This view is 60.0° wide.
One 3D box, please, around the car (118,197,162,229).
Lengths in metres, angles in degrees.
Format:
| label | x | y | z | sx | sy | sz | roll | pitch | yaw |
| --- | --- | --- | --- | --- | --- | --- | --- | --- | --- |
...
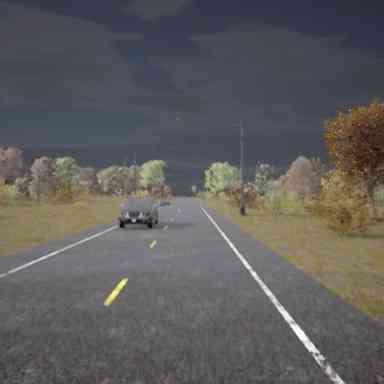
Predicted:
| label | x | y | z | sx | sy | sz | roll | pitch | yaw |
| --- | --- | --- | --- | --- | --- | --- | --- | --- | --- |
| car | -3.606 | 1.391 | 23.367 | 2.150 | 2.045 | 5.566 | 0 | 0 | 0 |

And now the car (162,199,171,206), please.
| label | x | y | z | sx | sy | sz | roll | pitch | yaw |
| --- | --- | --- | --- | --- | --- | --- | --- | --- | --- |
| car | -5.158 | 2.048 | 64.466 | 2.033 | 1.411 | 5.357 | 0 | 0 | -7 |
